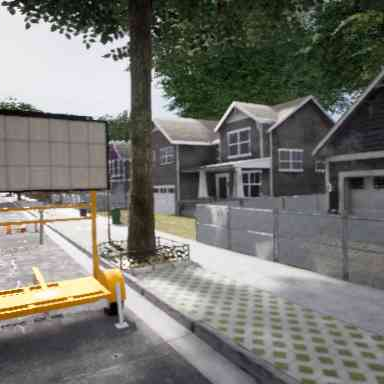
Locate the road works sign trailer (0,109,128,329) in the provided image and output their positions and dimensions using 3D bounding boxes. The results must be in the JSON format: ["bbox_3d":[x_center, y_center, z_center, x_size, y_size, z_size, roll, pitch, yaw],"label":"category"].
[{"bbox_3d":[-2.721,0.395,5.970,2.380,3.560,2.880,-2,1,-30],"label":"road works sign trailer"}]
